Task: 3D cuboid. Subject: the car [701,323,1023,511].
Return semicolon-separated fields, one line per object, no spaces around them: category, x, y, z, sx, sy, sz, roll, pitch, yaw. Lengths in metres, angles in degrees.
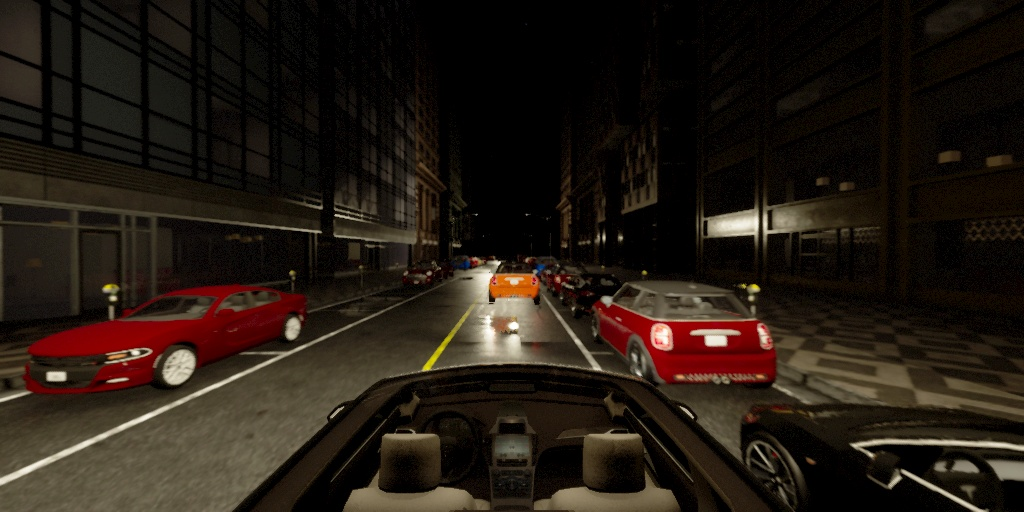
car;2.763;1.319;1.198;1.948;1.339;4.313;0;0;0

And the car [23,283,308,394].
car;-5.764;1.265;6.786;1.888;1.381;4.507;0;0;0

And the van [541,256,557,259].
van;2.756;0.922;29.206;1.690;1.789;3.998;0;0;0

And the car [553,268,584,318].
car;2.760;1.250;12.401;1.948;1.339;4.313;0;0;0

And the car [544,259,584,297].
car;2.759;1.090;18.003;1.967;1.591;4.097;0;0;0

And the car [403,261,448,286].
car;-5.768;1.057;23.592;1.967;1.591;4.097;0;0;0

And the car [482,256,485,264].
car;-5.776;0.938;57.035;1.751;1.417;4.829;0;0;0

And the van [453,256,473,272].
van;-5.772;0.856;40.399;1.690;1.789;3.998;0;0;0

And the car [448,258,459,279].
car;-5.769;1.128;29.194;1.888;1.381;4.507;0;0;0

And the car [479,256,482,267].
car;-5.774;0.992;51.602;1.888;1.381;4.507;0;0;0

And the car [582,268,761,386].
car;2.762;1.158;6.800;1.967;1.591;4.097;0;0;0

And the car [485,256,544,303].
car;0.092;1.014;16.068;2.097;1.767;4.553;0;0;0

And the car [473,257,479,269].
car;-5.773;1.026;46.001;1.888;1.381;4.507;0;0;0
